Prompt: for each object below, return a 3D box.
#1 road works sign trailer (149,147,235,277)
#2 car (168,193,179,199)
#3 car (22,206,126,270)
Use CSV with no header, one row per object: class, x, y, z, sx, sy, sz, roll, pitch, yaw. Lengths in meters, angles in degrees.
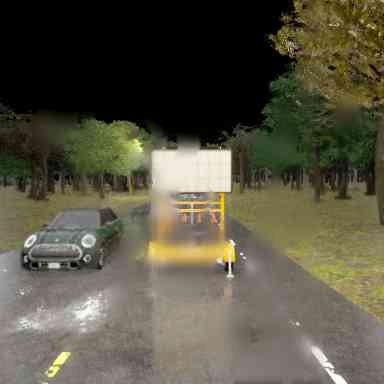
road works sign trailer,0.000,0.434,10.088,2.380,3.560,2.880,0,0,0
car,-3.497,0.438,63.577,1.837,1.490,4.892,0,2,0
car,-3.599,1.317,10.918,2.097,1.767,4.553,0,0,0
